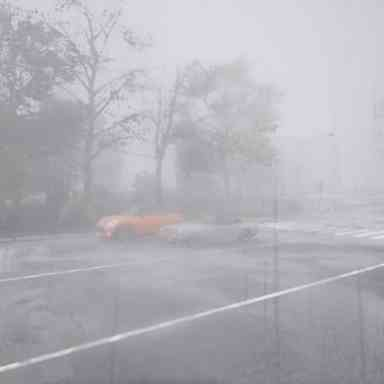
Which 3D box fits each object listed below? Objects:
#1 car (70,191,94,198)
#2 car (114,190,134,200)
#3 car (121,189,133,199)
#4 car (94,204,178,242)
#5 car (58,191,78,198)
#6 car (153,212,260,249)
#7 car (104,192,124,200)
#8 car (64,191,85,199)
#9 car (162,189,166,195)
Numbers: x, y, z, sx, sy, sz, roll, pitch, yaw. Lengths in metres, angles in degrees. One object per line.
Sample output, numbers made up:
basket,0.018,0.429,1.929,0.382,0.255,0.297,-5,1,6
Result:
car,-26.473,0.562,80.023,2.185,1.767,4.553,-1,2,17
car,-14.544,0.604,71.178,2.185,1.767,4.553,-1,2,16
car,-12.149,0.456,69.423,2.435,2.045,5.566,-2,1,16
car,-2.590,1.459,17.028,4.553,1.767,2.097,0,0,-36
car,-31.162,0.630,83.681,2.097,1.535,5.008,0,2,18
car,0.844,1.698,15.213,4.718,1.301,1.895,0,0,-36
car,-16.949,0.772,72.886,2.163,1.488,4.792,-1,2,16
car,-28.871,0.663,81.682,1.946,1.575,5.366,0,2,17
car,-4.902,0.331,64.228,2.435,2.045,5.566,-2,1,15
